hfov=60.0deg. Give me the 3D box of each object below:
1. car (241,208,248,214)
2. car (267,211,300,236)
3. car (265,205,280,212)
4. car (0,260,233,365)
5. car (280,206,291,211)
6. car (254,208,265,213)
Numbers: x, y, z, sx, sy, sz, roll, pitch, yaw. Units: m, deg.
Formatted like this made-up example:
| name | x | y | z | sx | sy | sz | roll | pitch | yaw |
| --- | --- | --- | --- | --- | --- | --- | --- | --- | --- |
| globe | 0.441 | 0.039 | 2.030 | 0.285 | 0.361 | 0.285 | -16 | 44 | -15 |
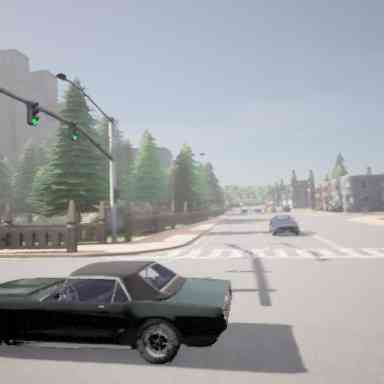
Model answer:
| name | x | y | z | sx | sy | sz | roll | pitch | yaw |
| --- | --- | --- | --- | --- | --- | --- | --- | --- | --- |
| car | 13.827 | 4.950 | 87.329 | 1.895 | 1.301 | 4.718 | -2 | -3 | 9 |
| car | 6.932 | 2.443 | 25.280 | 2.033 | 1.411 | 5.357 | -2 | -3 | 9 |
| car | 20.478 | 4.324 | 84.755 | 1.882 | 1.535 | 5.008 | -2 | -3 | 9 |
| car | -1.689 | 1.926 | 5.886 | 4.718 | 1.301 | 1.895 | -2 | -3 | 10 |
| car | 24.019 | 4.313 | 84.702 | 1.837 | 1.490 | 4.892 | -2 | -3 | 9 |
| car | 17.278 | 4.819 | 86.759 | 1.895 | 1.301 | 4.718 | -2 | -3 | 9 |
